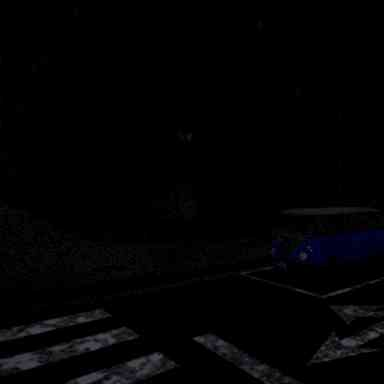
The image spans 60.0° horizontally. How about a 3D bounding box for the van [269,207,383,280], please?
[{"bbox_3d":[3.984,1.338,9.617,3.998,1.788,1.690,0,0,-36],"label":"van"}]
